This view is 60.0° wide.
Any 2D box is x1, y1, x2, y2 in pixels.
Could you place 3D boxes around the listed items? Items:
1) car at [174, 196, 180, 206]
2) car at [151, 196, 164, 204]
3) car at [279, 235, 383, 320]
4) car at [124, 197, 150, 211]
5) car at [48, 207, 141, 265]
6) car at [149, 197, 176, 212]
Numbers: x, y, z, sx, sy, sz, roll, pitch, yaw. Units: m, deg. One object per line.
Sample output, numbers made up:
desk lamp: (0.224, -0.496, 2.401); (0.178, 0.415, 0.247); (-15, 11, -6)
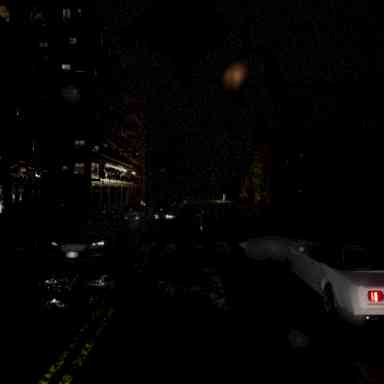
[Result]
car: (-3.363, 1.491, 54.012); (1.882, 1.535, 5.008); (0, 0, 0)
car: (-6.574, 1.584, 64.262); (1.994, 1.385, 4.181); (0, 0, 0)
car: (3.345, 1.600, 7.266); (1.895, 1.301, 4.718); (0, 0, 0)
car: (-6.620, 1.552, 38.861); (2.033, 1.411, 5.357); (0, 0, 0)
car: (-3.357, 1.489, 11.755); (2.128, 1.511, 4.902); (0, 0, 0)
car: (-3.366, 1.552, 38.923); (2.033, 1.411, 5.357); (0, 0, 0)
